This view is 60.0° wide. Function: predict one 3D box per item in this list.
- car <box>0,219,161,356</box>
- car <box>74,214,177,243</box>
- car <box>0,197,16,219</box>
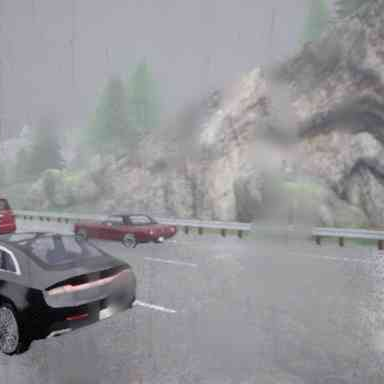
[{"bbox_3d":[-3.183,1.493,6.085,4.902,1.511,2.128,0,0,35],"label":"car"},{"bbox_3d":[-3.063,1.593,14.496,4.718,1.301,1.895,0,0,34],"label":"car"},{"bbox_3d":[-10.265,1.232,15.169,5.566,2.045,2.150,0,0,35],"label":"car"}]
